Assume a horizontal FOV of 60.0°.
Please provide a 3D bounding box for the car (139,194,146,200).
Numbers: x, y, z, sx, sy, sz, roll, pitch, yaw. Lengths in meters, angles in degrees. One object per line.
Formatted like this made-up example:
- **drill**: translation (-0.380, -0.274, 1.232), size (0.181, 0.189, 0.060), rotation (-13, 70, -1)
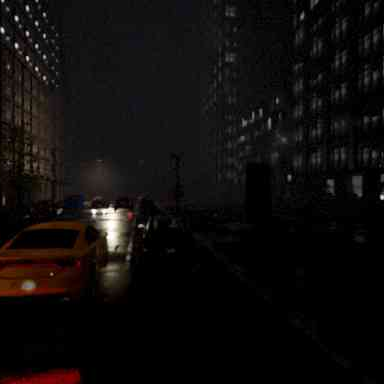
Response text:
- **car**: translation (-13.352, 1.375, 90.220), size (1.887, 1.381, 4.507), rotation (0, 0, -9)

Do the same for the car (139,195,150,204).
- **car**: translation (-8.979, 1.329, 62.347), size (1.967, 1.590, 4.097), rotation (0, 0, -9)

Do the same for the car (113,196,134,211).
- **car**: translation (-7.961, 1.280, 38.912), size (2.097, 1.767, 4.553), rotation (0, 0, -8)

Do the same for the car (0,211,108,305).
- **car**: translation (-3.192, 1.461, 8.171), size (1.882, 1.535, 5.008), rotation (0, 0, -9)

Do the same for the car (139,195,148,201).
- **car**: translation (-11.602, 1.421, 79.072), size (1.947, 1.339, 4.313), rotation (0, 0, -9)

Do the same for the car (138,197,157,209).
- **car**: translation (-4.604, 1.510, 34.476), size (1.947, 1.339, 4.313), rotation (0, 0, -9)

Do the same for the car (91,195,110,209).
- **car**: translation (-11.618, 1.476, 42.511), size (1.994, 1.385, 4.181), rotation (0, 0, -9)

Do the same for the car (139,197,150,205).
- **car**: translation (-8.104, 1.482, 56.773), size (1.802, 1.307, 4.206), rotation (0, 0, -9)

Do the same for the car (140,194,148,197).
- **car**: translation (-7.229, 1.477, 51.199), size (1.947, 1.339, 4.313), rotation (0, 0, -9)

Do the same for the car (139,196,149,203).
- **car**: translation (-9.853, 1.444, 67.922), size (1.947, 1.339, 4.313), rotation (0, 0, -9)

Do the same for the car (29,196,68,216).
- **car**: translation (-12.012, 1.373, 27.610), size (1.967, 1.590, 4.097), rotation (0, 0, -9)

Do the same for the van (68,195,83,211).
- **van**: translation (-13.762, 1.253, 38.756), size (1.690, 1.788, 3.998), rotation (0, 0, -9)

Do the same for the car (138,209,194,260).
- **car**: translation (-0.979, 1.535, 12.200), size (2.008, 1.369, 4.403), rotation (0, 0, -9)

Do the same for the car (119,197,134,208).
- **car**: translation (-9.566, 1.456, 48.793), size (2.033, 1.411, 5.357), rotation (0, 0, -9)

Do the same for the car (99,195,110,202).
- **car**: translation (-19.007, 1.411, 72.195), size (1.947, 1.339, 4.313), rotation (0, 0, -9)

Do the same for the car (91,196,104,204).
- **car**: translation (-17.257, 1.449, 61.050), size (1.802, 1.307, 4.206), rotation (0, 0, -9)
